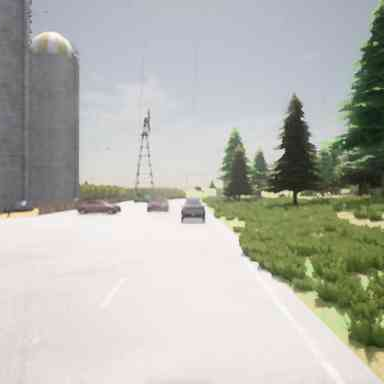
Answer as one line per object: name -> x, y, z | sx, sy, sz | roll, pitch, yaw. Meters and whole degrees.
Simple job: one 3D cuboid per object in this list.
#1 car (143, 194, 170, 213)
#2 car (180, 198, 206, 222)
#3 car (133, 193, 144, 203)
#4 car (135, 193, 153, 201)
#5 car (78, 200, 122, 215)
car -> -3.571, 1.301, 35.660 | 2.097, 1.767, 4.553 | 0, 0, 0
car -> 0.093, 1.455, 26.230 | 2.128, 1.511, 4.902 | 0, 0, 0
car -> -9.534, 1.390, 65.816 | 3.988, 1.617, 1.851 | 0, 0, -1
car -> -11.887, 1.241, 82.662 | 3.866, 1.878, 1.905 | 0, 0, -31
car -> -9.054, 1.504, 32.807 | 4.181, 1.381, 1.994 | 0, 0, -1
